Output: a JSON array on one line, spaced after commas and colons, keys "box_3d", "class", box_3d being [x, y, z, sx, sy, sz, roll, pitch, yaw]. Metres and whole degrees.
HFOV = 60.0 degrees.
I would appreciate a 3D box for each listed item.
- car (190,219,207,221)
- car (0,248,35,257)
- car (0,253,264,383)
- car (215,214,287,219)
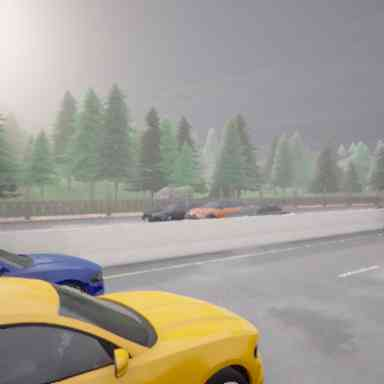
[{"box_3d": [1.730, 1.333, 22.423, 4.553, 1.767, 2.097, 0, 0, -35], "class": "car"}, {"box_3d": [-3.909, 1.478, 5.257, 5.008, 1.535, 1.882, 0, 0, -36], "class": "car"}, {"box_3d": [-1.578, 1.478, 2.621, 5.008, 1.535, 1.882, 0, 0, -36], "class": "car"}, {"box_3d": [3.883, 1.485, 19.659, 4.892, 1.490, 1.837, 0, 0, -36], "class": "car"}]
